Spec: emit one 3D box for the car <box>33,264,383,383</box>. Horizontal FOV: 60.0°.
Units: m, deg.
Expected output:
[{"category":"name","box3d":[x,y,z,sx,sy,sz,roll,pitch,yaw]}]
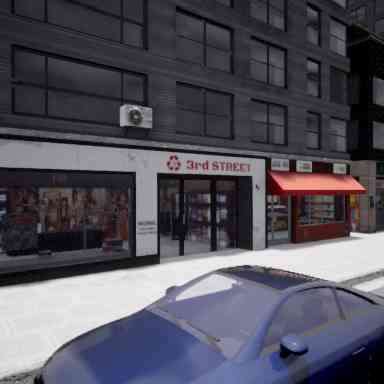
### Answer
[{"category":"car","box3d":[0.606,1.563,3.508,4.181,1.385,1.994,0,0,-36]}]
